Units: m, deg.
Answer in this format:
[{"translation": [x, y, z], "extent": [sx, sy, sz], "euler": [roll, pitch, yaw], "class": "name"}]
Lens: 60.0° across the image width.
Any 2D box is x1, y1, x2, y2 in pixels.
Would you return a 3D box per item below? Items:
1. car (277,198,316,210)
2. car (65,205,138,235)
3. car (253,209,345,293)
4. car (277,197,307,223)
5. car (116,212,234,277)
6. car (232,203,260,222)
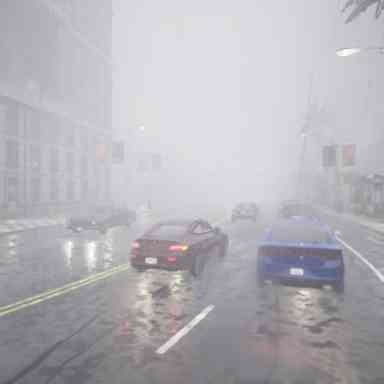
[{"translation": [5.673, 1.335, 17.941], "extent": [2.097, 1.767, 4.553], "euler": [0, 0, 16], "class": "car"}, {"translation": [-4.876, 1.435, 18.973], "extent": [2.033, 1.411, 5.357], "euler": [0, 0, 14], "class": "car"}, {"translation": [2.984, 1.469, 9.092], "extent": [1.882, 1.535, 5.008], "euler": [0, 0, 20], "class": "car"}, {"translation": [7.831, 1.327, 26.343], "extent": [2.097, 1.767, 4.553], "euler": [0, 0, 15], "class": "car"}, {"translation": [-0.209, 1.514, 10.281], "extent": [1.812, 1.442, 4.674], "euler": [0, 0, 20], "class": "car"}, {"translation": [4.194, 1.520, 25.778], "extent": [2.033, 1.411, 5.357], "euler": [0, 0, 15], "class": "car"}]
